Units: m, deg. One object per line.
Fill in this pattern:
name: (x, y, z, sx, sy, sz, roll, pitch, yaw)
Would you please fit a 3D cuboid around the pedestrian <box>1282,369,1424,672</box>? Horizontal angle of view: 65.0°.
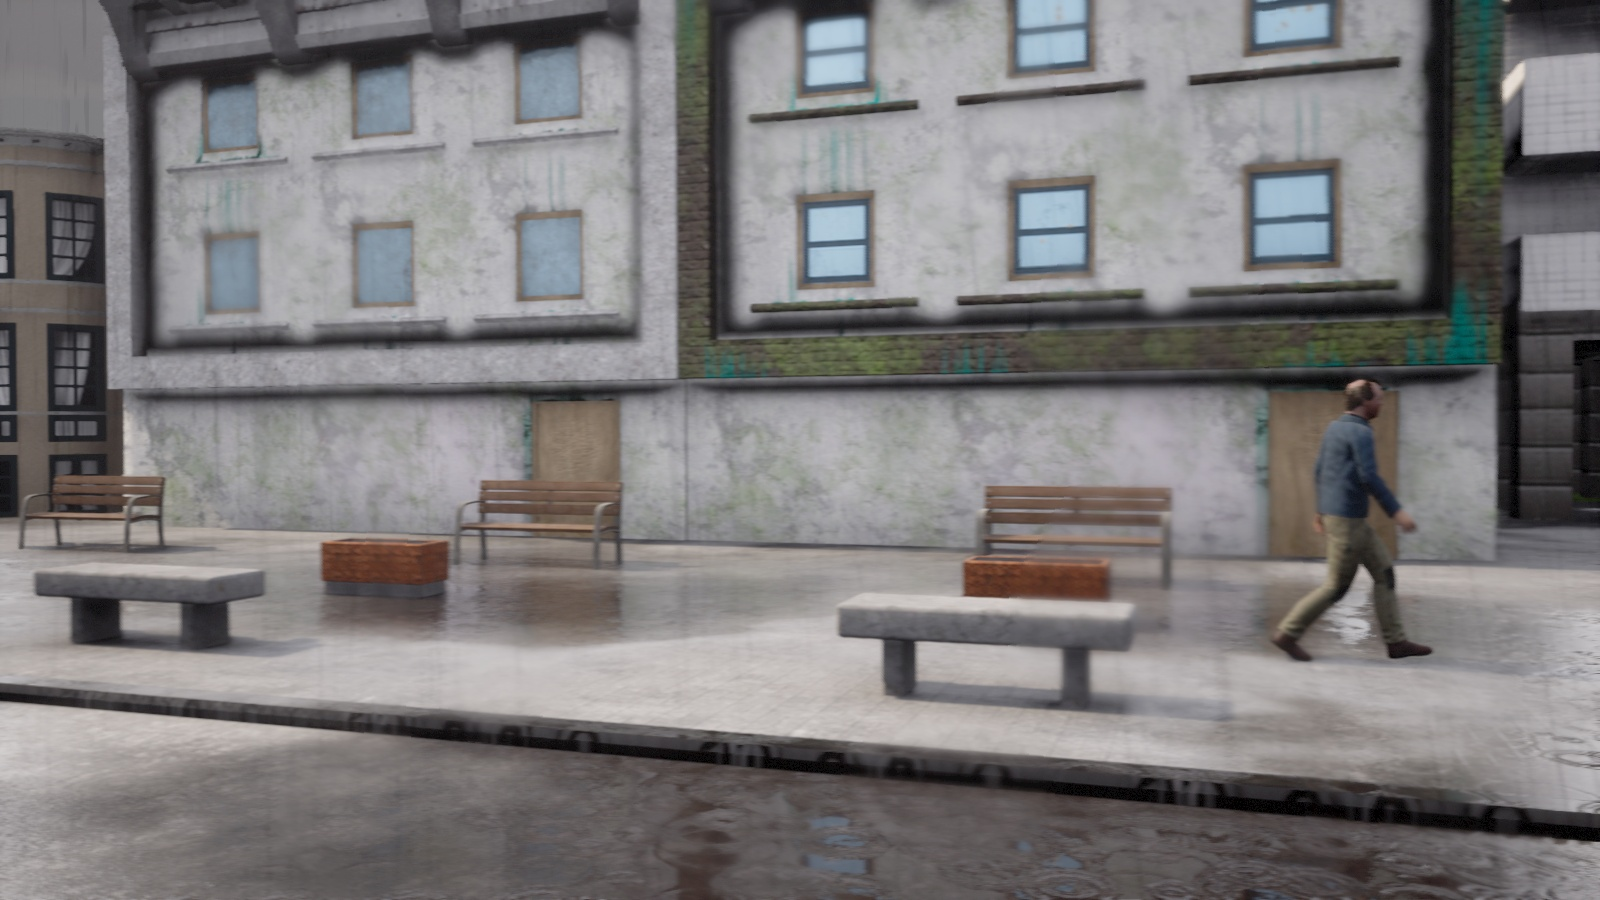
pedestrian: (3.451, 0.423, 7.877, 0.726, 1.842, 0.402, 0, 1, 11)
